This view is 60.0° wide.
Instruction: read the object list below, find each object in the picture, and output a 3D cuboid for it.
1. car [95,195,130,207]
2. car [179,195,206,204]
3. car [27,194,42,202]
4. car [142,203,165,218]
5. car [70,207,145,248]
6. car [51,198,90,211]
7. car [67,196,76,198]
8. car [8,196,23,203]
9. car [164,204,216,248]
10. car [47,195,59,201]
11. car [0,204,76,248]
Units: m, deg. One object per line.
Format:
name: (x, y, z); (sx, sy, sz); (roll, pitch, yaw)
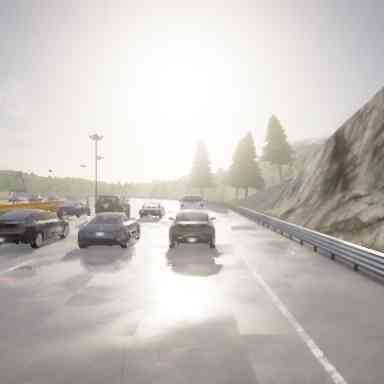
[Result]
car: (-6.976, 1.255, 29.669); (2.150, 2.045, 5.566); (0, 0, 0)
car: (0.024, 1.255, 29.660); (2.150, 2.045, 5.566); (0, 0, 0)
car: (-32.129, 1.311, 67.960); (2.097, 1.767, 4.553); (0, 0, -13)
car: (-3.476, 1.614, 29.665); (1.895, 1.301, 4.718); (0, 0, 0)
car: (-3.495, 1.569, 14.635); (1.994, 1.385, 4.181); (0, 0, 0)
car: (-10.476, 1.530, 29.643); (1.812, 1.442, 4.674); (0, 0, 0)
car: (-25.346, 1.542, 69.683); (1.895, 1.301, 4.718); (0, 0, -13)
car: (-35.506, 1.512, 67.039); (1.994, 1.385, 4.181); (0, 0, -13)
car: (0.005, 1.514, 14.630); (1.837, 1.490, 4.892); (0, 0, 0)
car: (-28.737, 1.451, 68.821); (1.837, 1.490, 4.892); (0, 0, -13)
car: (-6.995, 1.513, 14.639); (1.837, 1.490, 4.892); (0, 0, 0)
